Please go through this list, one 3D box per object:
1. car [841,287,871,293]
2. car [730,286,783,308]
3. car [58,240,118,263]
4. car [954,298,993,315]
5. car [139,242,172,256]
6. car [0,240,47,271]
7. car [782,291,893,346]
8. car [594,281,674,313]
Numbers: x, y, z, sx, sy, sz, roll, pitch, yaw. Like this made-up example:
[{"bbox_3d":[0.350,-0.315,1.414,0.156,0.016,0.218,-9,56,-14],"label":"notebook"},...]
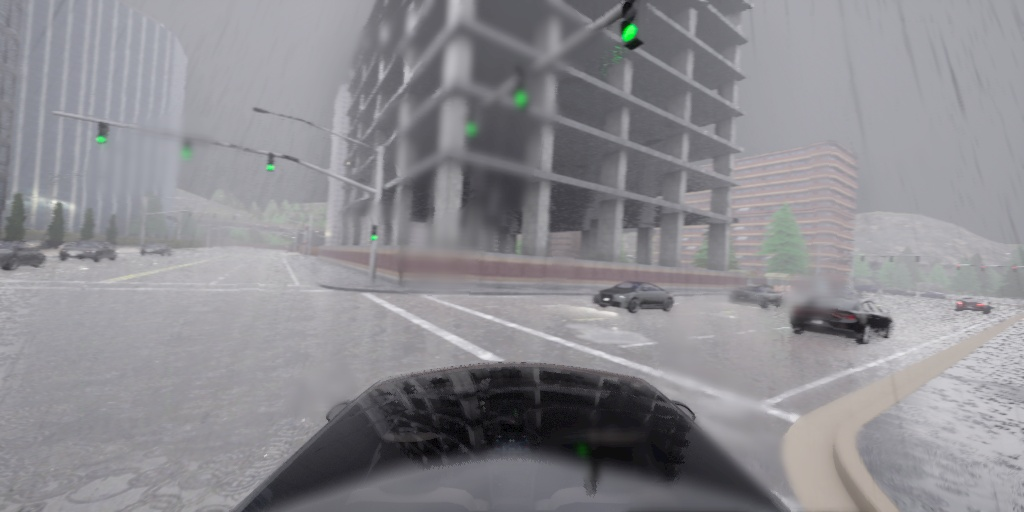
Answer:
[{"bbox_3d":[32.739,4.029,35.109,5.357,1.411,2.033,4,-1,-33],"label":"car"},{"bbox_3d":[17.011,2.780,24.816,4.181,1.385,1.994,4,-1,-33],"label":"car"},{"bbox_3d":[-30.640,-0.385,26.090,2.128,1.511,4.902,4,-1,-33],"label":"car"},{"bbox_3d":[43.822,4.692,34.053,4.674,1.442,1.812,5,-1,-33],"label":"car"},{"bbox_3d":[-39.783,-0.769,40.135,2.128,1.511,4.902,4,-1,-33],"label":"car"},{"bbox_3d":[-24.956,-0.071,17.399,1.994,1.385,4.181,4,-1,-33],"label":"car"},{"bbox_3d":[12.071,2.206,13.056,5.008,1.535,1.882,5,-1,-33],"label":"car"},{"bbox_3d":[6.000,1.933,17.536,4.181,1.385,1.994,4,-1,-33],"label":"car"}]
